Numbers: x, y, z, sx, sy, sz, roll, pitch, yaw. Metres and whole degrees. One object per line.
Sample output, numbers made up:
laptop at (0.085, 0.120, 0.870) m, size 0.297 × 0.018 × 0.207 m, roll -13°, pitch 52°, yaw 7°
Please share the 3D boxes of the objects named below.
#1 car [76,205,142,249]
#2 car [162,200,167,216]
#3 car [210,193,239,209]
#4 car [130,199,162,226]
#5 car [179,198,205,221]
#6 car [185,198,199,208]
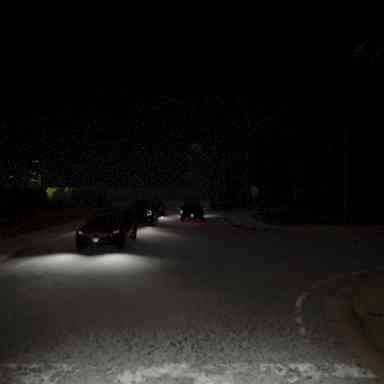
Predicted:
car at (-3.590, 1.532, 14.740) m, size 1.812 × 1.442 × 4.674 m, roll 0°, pitch 0°, yaw 0°
car at (-3.552, 1.533, 32.787) m, size 1.837 × 1.490 × 4.892 m, roll 0°, pitch 0°, yaw 0°
car at (4.180, 1.188, 43.099) m, size 1.905 × 1.878 × 3.866 m, roll -8°, pitch 3°, yaw -42°
car at (-3.579, 1.371, 23.643) m, size 2.097 × 1.767 × 4.553 m, roll 0°, pitch 0°, yaw 0°
car at (0.011, 1.529, 27.330) m, size 1.837 × 1.490 × 4.892 m, roll 0°, pitch 0°, yaw 0°
car at (0.021, 1.597, 50.557) m, size 2.033 × 1.411 × 5.357 m, roll 0°, pitch 0°, yaw 0°
